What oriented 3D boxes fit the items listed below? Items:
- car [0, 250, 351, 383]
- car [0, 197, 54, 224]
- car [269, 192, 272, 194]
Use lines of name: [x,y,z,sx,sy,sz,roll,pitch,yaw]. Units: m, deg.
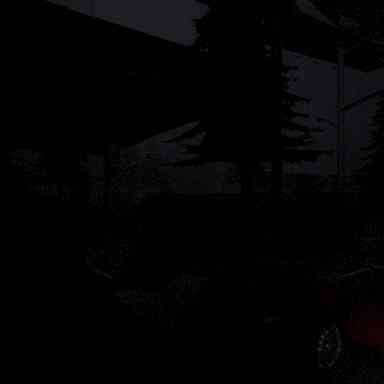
car: [0.120,1.526,4.068,4.674,1.442,1.812,0,0,-36]
car: [-11.987,1.313,23.469,3.866,1.878,1.905,0,0,-36]
car: [6.216,1.050,28.679,2.150,2.045,5.566,0,1,-34]
